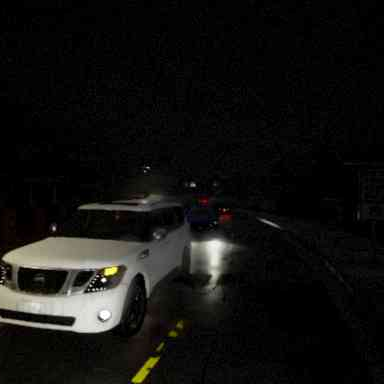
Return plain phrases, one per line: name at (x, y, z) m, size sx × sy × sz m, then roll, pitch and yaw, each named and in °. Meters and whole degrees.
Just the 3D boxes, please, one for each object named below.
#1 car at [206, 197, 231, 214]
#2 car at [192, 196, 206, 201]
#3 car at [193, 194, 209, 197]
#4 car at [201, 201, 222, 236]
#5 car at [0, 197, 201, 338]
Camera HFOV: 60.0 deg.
car at (3.198, 1.672, 38.242) m, size 1.837 × 1.490 × 4.892 m, roll 1°, pitch 0°, yaw -7°
car at (0.341, 1.606, 39.384) m, size 2.128 × 1.511 × 4.902 m, roll 1°, pitch 0°, yaw -8°
car at (1.043, 1.365, 49.049) m, size 2.150 × 2.045 × 5.566 m, roll 1°, pitch 0°, yaw -15°
car at (0.621, 1.550, 19.356) m, size 1.882 × 1.535 × 5.008 m, roll 1°, pitch 0°, yaw 5°
car at (-1.486, 1.214, 7.134) m, size 2.150 × 2.045 × 5.566 m, roll 1°, pitch 0°, yaw 13°
